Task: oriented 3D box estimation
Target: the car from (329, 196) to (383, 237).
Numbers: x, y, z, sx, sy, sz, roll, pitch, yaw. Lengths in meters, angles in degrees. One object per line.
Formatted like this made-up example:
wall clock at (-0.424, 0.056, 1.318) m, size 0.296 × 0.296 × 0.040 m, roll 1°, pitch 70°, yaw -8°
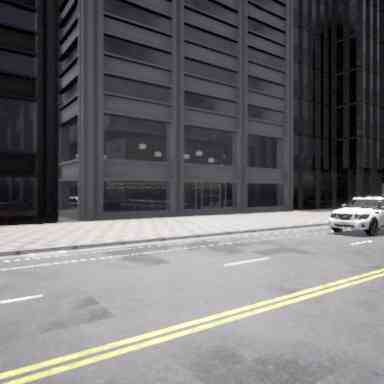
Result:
car at (10.133, 1.271, 18.911) m, size 5.566 × 2.045 × 2.150 m, roll 0°, pitch 0°, yaw -35°
